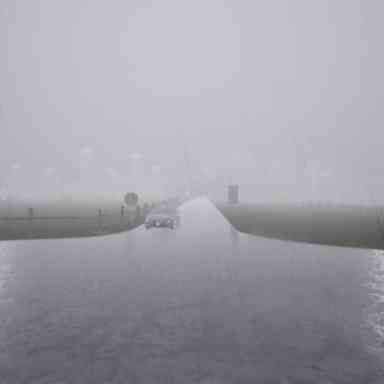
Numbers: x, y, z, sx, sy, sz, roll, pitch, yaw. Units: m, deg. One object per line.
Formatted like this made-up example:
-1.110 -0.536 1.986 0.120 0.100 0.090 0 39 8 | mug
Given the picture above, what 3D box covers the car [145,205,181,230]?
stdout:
-1.835 1.676 22.373 1.837 1.490 4.892 1 0 5 | car
